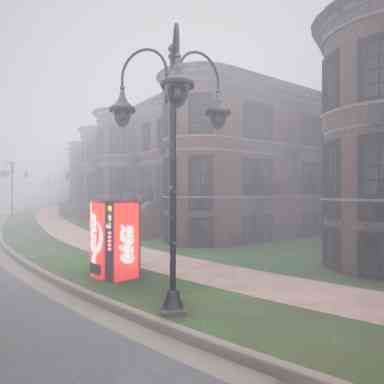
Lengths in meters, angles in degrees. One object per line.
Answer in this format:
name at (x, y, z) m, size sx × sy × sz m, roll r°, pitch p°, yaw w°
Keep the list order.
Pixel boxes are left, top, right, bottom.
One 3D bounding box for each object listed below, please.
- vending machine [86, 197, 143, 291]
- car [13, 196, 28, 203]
vending machine at (-1.923, 1.195, 8.276) m, size 1.100 × 2.100 × 0.880 m, roll 0°, pitch 0°, yaw -44°
car at (-34.482, 1.467, 66.538) m, size 2.128 × 1.511 × 4.902 m, roll 0°, pitch 0°, yaw -9°
